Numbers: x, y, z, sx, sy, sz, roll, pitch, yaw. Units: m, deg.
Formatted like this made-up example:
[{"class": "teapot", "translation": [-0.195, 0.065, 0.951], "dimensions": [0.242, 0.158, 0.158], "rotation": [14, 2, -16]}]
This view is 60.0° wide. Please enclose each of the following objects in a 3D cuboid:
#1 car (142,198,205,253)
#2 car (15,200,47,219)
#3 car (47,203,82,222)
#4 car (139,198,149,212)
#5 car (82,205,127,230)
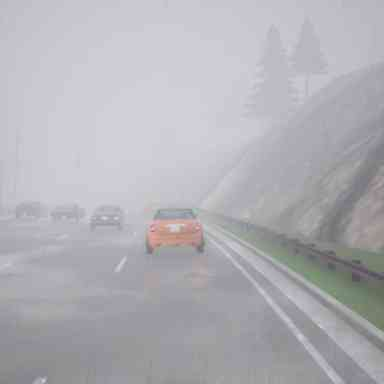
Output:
[{"class": "car", "translation": [-0.782, 1.294, 13.625], "dimensions": [2.097, 1.767, 4.553], "rotation": [0, 0, -6]}, {"class": "car", "translation": [-13.696, 1.467, 28.566], "dimensions": [1.837, 1.490, 4.892], "rotation": [0, 0, -12]}, {"class": "car", "translation": [-9.594, 1.546, 26.171], "dimensions": [1.895, 1.301, 4.718], "rotation": [0, 0, -10]}, {"class": "car", "translation": [-4.264, 1.352, 33.943], "dimensions": [1.882, 1.535, 5.008], "rotation": [0, 0, -15]}, {"class": "car", "translation": [-5.135, 1.488, 20.684], "dimensions": [2.033, 1.411, 5.357], "rotation": [0, 0, -8]}]
